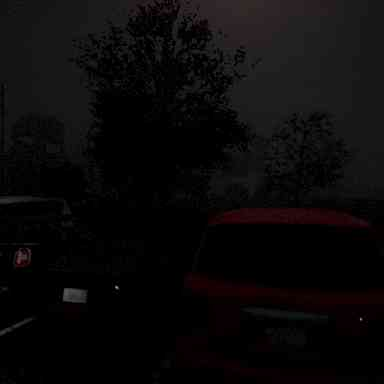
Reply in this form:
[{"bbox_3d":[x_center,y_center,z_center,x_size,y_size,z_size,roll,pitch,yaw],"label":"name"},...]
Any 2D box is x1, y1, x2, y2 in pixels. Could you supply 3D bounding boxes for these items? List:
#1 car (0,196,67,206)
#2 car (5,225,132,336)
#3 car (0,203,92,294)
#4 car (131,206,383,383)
[{"bbox_3d":[-5.893,1.166,10.198,2.435,2.045,5.566,1,0,15],"label":"car"},{"bbox_3d":[-1.013,1.501,6.851,2.163,1.488,4.792,0,-1,15],"label":"car"},{"bbox_3d":[-3.458,1.323,8.500,2.185,1.767,4.553,1,0,15],"label":"car"},{"bbox_3d":[1.419,1.233,5.136,2.435,2.045,5.566,0,-1,15],"label":"car"}]
